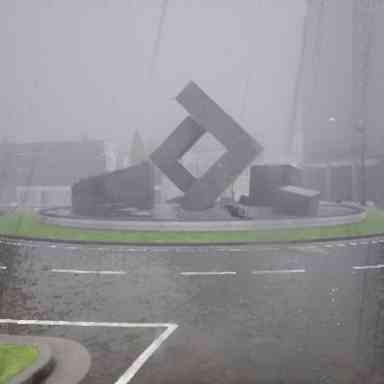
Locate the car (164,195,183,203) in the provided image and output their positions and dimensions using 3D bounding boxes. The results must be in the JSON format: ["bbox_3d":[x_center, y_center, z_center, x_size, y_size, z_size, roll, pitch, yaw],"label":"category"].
[{"bbox_3d":[-2.249,1.339,54.878,5.008,1.535,1.882,-1,1,-31],"label":"car"}]

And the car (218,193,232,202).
[{"bbox_3d":[6.668,1.351,68.852,1.895,1.301,4.718,0,0,15],"label":"car"}]
